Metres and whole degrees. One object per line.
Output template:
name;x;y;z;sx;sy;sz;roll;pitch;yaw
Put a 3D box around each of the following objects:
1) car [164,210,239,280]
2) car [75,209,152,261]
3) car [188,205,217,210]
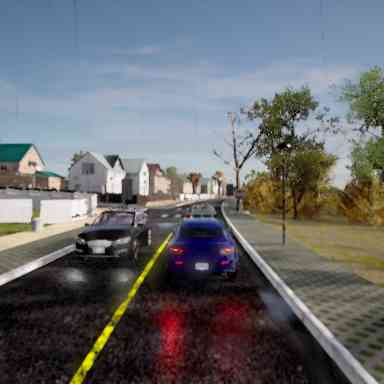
car;0.247;1.467;9.678;1.812;1.442;4.674;0;0;1
car;-2.638;1.420;12.110;2.128;1.511;4.902;0;0;2
car;0.667;1.488;21.821;1.895;1.301;4.718;0;0;2
